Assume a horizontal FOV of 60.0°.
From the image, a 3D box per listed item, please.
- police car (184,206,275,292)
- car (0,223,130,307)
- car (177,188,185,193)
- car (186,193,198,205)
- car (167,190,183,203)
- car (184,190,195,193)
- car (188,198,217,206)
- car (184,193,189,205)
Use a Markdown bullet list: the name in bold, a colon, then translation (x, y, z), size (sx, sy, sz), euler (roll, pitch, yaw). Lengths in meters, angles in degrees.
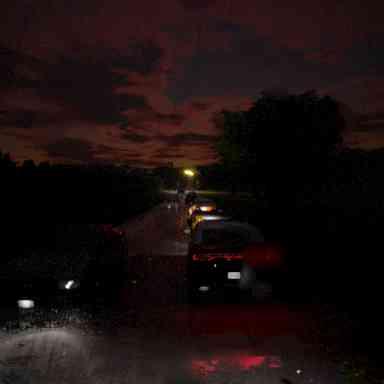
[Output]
- **police car**: translation (0.816, 1.402, 9.040), size (1.930, 1.638, 5.238), euler (0, 0, 0)
- **car**: translation (-2.858, 1.528, 8.390), size (2.033, 1.411, 5.357), euler (0, 0, 0)
- **car**: translation (-2.830, -0.312, 85.901), size (1.882, 1.535, 5.008), euler (0, 3, 0)
- **car**: translation (0.801, 1.211, 24.901), size (2.097, 1.767, 4.553), euler (0, 1, 0)
- **car**: translation (-2.893, 0.924, 51.847), size (2.128, 1.511, 4.902), euler (0, 1, 0)
- **car**: translation (-0.061, 0.574, 65.745), size (2.033, 1.411, 5.357), euler (0, 2, 0)
- **car**: translation (0.807, 1.368, 19.120), size (1.801, 1.575, 5.366), euler (0, 1, 0)
- **car**: translation (-0.003, 1.150, 46.640), size (1.895, 1.301, 4.718), euler (0, 1, 1)
